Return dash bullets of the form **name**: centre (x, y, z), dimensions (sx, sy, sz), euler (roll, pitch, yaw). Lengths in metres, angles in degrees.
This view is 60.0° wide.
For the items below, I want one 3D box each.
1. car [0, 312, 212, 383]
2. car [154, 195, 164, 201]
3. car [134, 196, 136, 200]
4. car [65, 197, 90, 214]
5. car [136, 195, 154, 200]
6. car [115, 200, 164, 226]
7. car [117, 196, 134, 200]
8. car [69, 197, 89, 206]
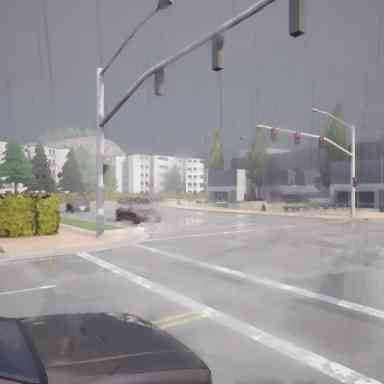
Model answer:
- **car**: centre (-2.361, 1.547, 2.080), dimensions (5.357, 1.411, 2.033), euler (0, 0, -35)
- **car**: centre (-7.538, 1.354, 70.934), dimensions (2.097, 1.767, 4.553), euler (0, 0, 17)
- **car**: centre (-11.381, 1.477, 68.885), dimensions (1.882, 1.535, 5.008), euler (0, 0, 14)
- **car**: centre (-12.292, 1.492, 35.650), dimensions (2.128, 1.511, 4.902), euler (0, 0, -31)
- **car**: centre (-8.632, 1.505, 61.169), dimensions (1.837, 1.490, 4.892), euler (0, 0, -1)
- **car**: centre (-4.002, 1.526, 24.008), dimensions (1.812, 1.442, 4.674), euler (0, 0, -37)
- **car**: centre (-12.061, 1.492, 58.853), dimensions (2.128, 1.511, 4.902), euler (0, 0, -4)
- **car**: centre (-19.244, 1.548, 57.018), dimensions (2.033, 1.411, 5.357), euler (0, 0, -5)
